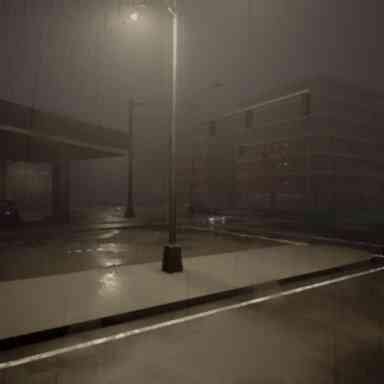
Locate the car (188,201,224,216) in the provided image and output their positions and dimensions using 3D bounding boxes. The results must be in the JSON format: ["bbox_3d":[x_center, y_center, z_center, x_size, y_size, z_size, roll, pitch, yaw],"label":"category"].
[{"bbox_3d":[1.386,1.718,34.880,1.812,1.442,4.674,1,1,-36],"label":"car"}]

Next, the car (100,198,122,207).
[{"bbox_3d":[-13.506,1.711,55.031,2.033,1.411,5.357,1,0,-36],"label":"car"}]

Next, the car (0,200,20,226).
[{"bbox_3d":[-13.197,1.305,20.509,4.611,1.667,2.242,1,0,-35],"label":"car"}]
